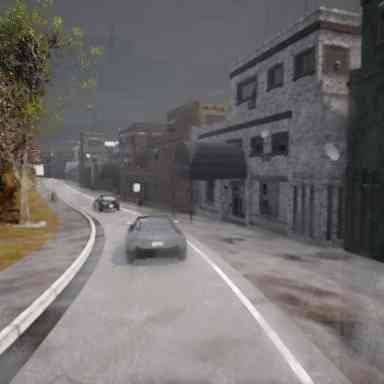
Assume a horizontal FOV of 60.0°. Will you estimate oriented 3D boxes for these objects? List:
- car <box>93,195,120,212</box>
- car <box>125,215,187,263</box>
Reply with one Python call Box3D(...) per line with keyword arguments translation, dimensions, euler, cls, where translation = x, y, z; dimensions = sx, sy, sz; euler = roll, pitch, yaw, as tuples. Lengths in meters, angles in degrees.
Box3D(translation=(-8.231, 1.016, 31.904), dimensions=(1.812, 1.442, 4.674), euler=(-2, 3, -25), cls="car")
Box3D(translation=(-1.413, 1.544, 12.131), dimensions=(1.994, 1.385, 4.181), euler=(-1, 0, -10), cls="car")
